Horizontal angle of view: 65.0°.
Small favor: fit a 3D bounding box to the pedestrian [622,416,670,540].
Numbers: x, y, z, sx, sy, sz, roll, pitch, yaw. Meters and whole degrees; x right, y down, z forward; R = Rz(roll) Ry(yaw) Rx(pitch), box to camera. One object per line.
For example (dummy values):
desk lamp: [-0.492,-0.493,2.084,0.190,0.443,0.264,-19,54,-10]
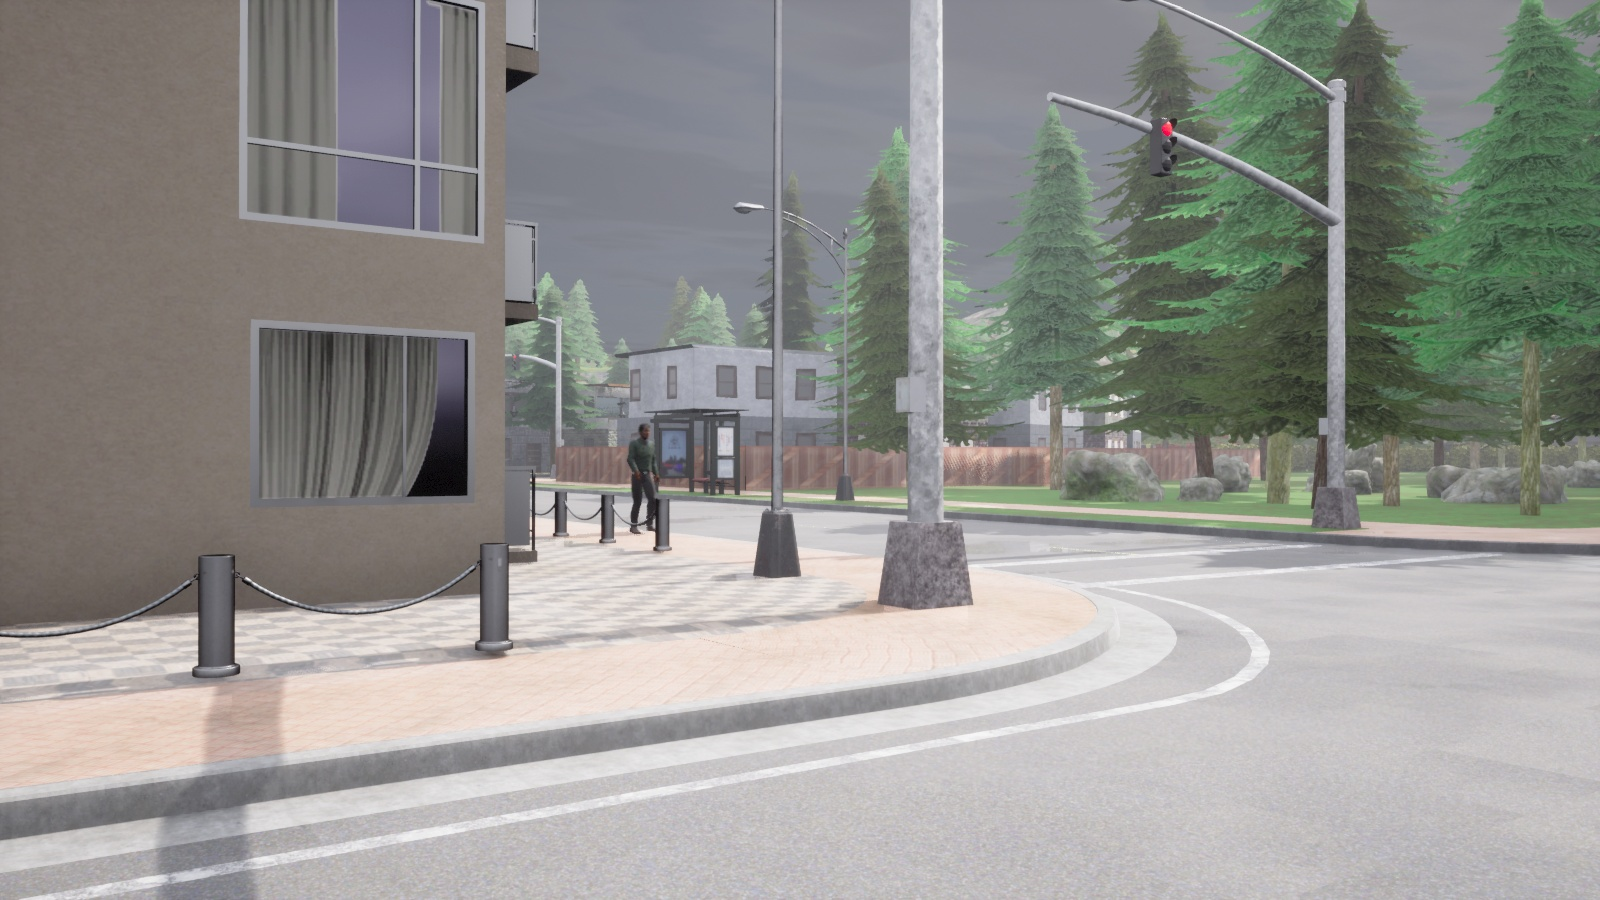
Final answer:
pedestrian: [-2.494,0.445,20.277,0.423,1.949,0.788,0,0,-38]
